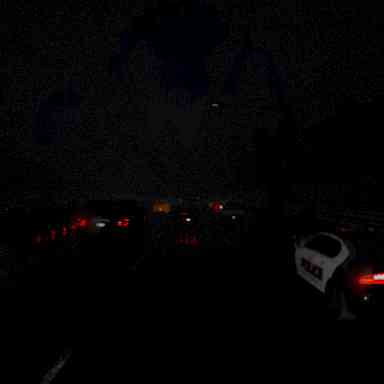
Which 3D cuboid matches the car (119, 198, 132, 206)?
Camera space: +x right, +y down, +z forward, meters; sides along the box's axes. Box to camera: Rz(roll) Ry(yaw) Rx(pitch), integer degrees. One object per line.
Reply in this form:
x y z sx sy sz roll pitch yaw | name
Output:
-14.169 2.122 70.745 1.812 1.442 4.674 0 -1 0 | car

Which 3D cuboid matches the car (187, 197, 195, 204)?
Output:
-0.204 2.118 85.520 2.097 1.767 4.553 0 -1 0 | car

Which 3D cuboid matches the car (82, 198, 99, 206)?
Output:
-21.166 2.113 69.478 2.128 1.511 4.902 0 -1 0 | car

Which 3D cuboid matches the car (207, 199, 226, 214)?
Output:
3.404 1.815 40.537 2.163 1.488 4.792 0 0 0 | car

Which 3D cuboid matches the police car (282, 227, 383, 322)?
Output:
3.484 1.561 7.490 2.038 1.542 4.974 0 0 0 | police car

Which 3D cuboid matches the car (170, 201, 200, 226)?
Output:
-0.493 1.697 25.579 1.837 1.490 4.892 -1 0 -6 | car

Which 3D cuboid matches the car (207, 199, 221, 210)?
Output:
3.377 1.868 51.704 1.801 1.575 5.366 0 -1 0 | car

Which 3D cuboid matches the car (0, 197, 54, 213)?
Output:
-14.167 1.443 29.377 2.150 2.045 5.566 0 0 0 | car

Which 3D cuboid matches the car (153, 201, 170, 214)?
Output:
-3.493 1.780 39.460 1.882 1.535 5.008 0 0 0 | car

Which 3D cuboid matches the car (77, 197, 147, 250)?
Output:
-3.435 1.336 15.152 2.150 2.045 5.566 0 0 0 | car

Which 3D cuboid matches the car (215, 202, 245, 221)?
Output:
3.431 1.822 29.530 1.895 1.301 4.718 0 0 0 | car

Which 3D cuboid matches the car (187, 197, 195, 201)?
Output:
-0.181 2.165 76.125 1.837 1.490 4.892 0 -1 0 | car

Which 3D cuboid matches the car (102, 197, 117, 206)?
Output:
-17.671 1.961 71.602 2.097 1.767 4.553 0 -1 0 | car
